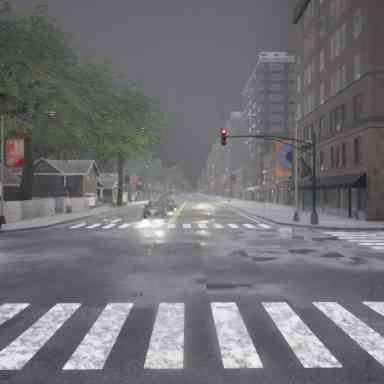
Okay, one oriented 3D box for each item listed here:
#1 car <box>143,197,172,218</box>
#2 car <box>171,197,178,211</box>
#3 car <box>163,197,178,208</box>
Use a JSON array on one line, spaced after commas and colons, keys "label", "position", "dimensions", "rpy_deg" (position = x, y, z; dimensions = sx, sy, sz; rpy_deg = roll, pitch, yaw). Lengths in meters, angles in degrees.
[{"label": "car", "position": [-3.252, 1.500, 30.209], "dimensions": [2.128, 1.511, 4.902], "rpy_deg": [0, 0, 0]}, {"label": "car", "position": [-3.218, 1.367, 39.943], "dimensions": [2.097, 1.767, 4.553], "rpy_deg": [0, 0, 1]}, {"label": "car", "position": [-3.181, 1.548, 49.901], "dimensions": [1.812, 1.442, 4.674], "rpy_deg": [0, 0, 0]}]
